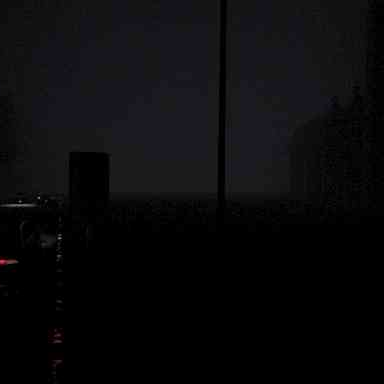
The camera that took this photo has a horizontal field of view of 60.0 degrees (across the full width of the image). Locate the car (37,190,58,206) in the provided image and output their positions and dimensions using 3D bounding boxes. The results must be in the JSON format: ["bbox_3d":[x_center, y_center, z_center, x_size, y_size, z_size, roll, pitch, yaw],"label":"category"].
[{"bbox_3d":[-15.669,0.689,35.985,1.812,1.442,4.674,0,1,-21],"label":"car"}]

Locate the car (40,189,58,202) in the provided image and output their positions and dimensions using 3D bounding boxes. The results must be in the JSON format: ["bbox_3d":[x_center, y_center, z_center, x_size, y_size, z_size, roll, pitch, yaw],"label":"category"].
[{"bbox_3d":[-19.505,0.419,45.565,2.128,1.511,4.902,0,1,-22],"label":"car"}]

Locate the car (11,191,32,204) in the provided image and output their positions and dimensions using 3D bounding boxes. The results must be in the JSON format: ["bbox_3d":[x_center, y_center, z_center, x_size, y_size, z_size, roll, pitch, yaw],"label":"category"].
[{"bbox_3d":[-19.919,0.598,39.124,2.033,1.411,5.357,0,1,-22],"label":"car"}]

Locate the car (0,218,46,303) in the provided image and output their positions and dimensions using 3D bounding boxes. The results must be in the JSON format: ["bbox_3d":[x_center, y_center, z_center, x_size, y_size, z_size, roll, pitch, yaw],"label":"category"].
[{"bbox_3d":[-4.433,1.329,7.398,2.128,1.511,4.902,0,1,-22],"label":"car"}]
